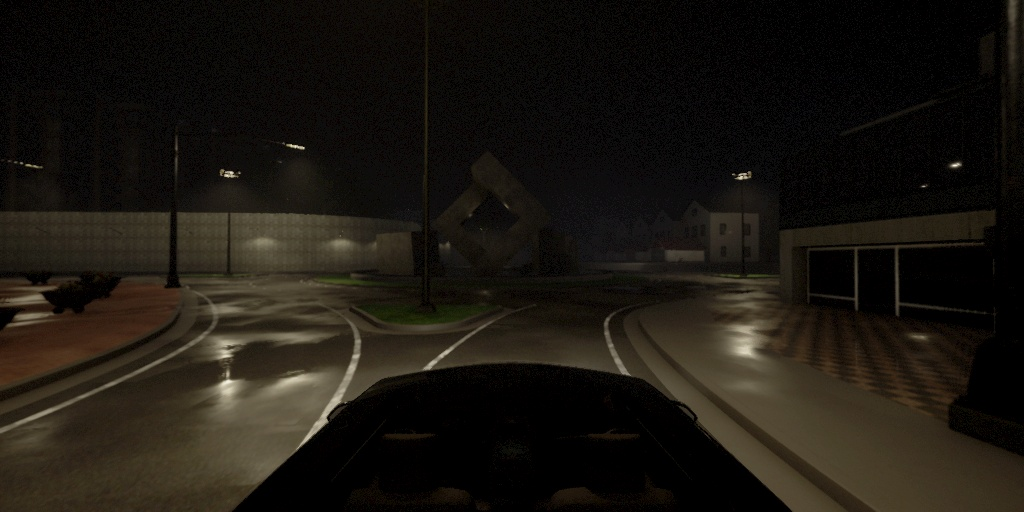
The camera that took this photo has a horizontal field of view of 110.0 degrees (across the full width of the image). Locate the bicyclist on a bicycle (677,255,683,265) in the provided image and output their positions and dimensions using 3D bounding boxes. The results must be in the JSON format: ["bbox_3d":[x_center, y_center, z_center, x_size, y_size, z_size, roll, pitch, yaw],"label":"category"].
[{"bbox_3d":[22.907,0.533,48.847,0.582,1.656,1.620,19,4,22],"label":"bicyclist on a bicycle"}]

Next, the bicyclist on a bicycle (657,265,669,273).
[{"bbox_3d":[21.755,2.028,51.960,0.582,1.656,1.620,-31,-17,-42],"label":"bicyclist on a bicycle"}]

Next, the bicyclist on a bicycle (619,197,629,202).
[{"bbox_3d":[17.003,-8.671,55.155,1.620,0.582,1.656,-16,-3,-39],"label":"bicyclist on a bicycle"}]

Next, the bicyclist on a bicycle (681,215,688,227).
[{"bbox_3d":[22.993,-4.653,47.802,0.582,1.620,1.656,-15,-9,7],"label":"bicyclist on a bicycle"}]

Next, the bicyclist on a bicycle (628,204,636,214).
[{"bbox_3d":[19.105,-7.280,56.934,0.582,1.656,1.620,-2,37,-44],"label":"bicyclist on a bicycle"}]
